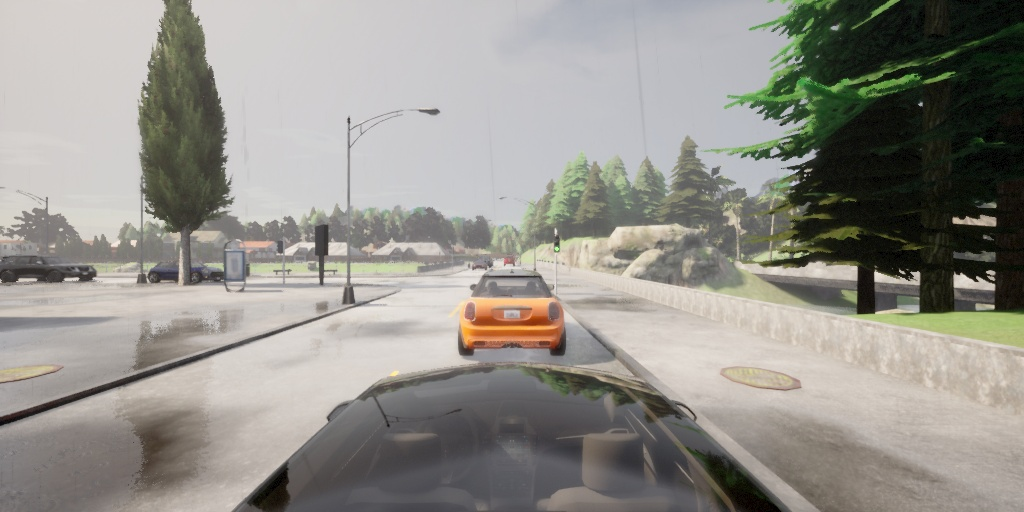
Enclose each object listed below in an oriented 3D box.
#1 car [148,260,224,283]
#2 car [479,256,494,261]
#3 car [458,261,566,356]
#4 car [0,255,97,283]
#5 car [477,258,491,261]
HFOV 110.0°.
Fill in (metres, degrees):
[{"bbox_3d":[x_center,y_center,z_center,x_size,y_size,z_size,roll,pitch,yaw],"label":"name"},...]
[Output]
[{"bbox_3d":[-24.335,1.098,26.961,4.553,1.767,2.097,0,0,-1],"label":"car"},{"bbox_3d":[-4.618,0.963,60.782,2.150,2.045,5.566,0,0,0],"label":"car"},{"bbox_3d":[-0.002,1.101,8.780,2.097,1.767,4.553,0,0,0],"label":"car"},{"bbox_3d":[-34.778,0.970,26.863,5.566,2.045,2.150,0,0,-1],"label":"car"},{"bbox_3d":[-4.546,1.307,51.186,1.994,1.385,4.181,0,0,0],"label":"car"}]
